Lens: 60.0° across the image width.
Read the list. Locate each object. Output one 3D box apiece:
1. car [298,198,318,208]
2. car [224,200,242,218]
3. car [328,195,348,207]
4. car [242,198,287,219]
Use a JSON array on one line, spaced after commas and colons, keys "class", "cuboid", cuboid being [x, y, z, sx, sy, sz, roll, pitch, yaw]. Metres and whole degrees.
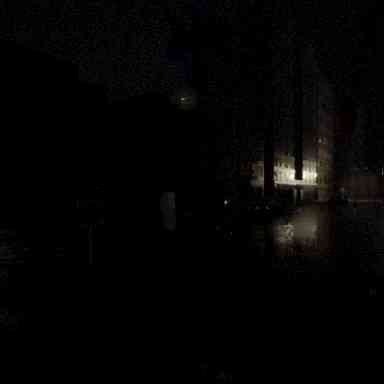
[{"class": "car", "cuboid": [16.676, 1.510, 47.731, 1.994, 1.385, 4.181, -1, 0, 35]}, {"class": "car", "cuboid": [4.213, 1.459, 30.322, 1.882, 1.535, 5.008, -1, 0, 35]}, {"class": "car", "cuboid": [22.300, 1.257, 50.738, 2.097, 1.767, 4.553, -1, 0, 35]}, {"class": "car", "cuboid": [6.511, 1.308, 28.464, 2.097, 1.767, 4.553, -1, 0, 35]}]
